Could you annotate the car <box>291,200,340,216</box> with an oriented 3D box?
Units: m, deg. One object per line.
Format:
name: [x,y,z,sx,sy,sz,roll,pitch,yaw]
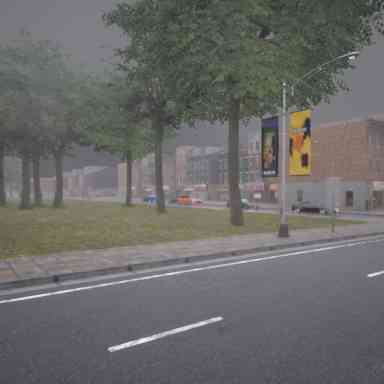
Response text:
car: [12.251,1.566,33.288,2.128,1.511,4.902,1,0,-36]

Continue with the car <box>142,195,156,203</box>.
car: [-8.338,1.329,66.987,1.882,1.535,5.008,1,0,-36]

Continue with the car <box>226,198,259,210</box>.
car: [6.264,1.507,41.665,1.812,1.442,4.674,1,0,-36]

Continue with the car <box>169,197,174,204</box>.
car: [-2.332,1.377,58.674,2.128,1.511,4.902,1,0,-35]

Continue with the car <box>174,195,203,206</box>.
car: [-0.284,1.254,50.855,2.097,1.767,4.553,1,0,-35]
